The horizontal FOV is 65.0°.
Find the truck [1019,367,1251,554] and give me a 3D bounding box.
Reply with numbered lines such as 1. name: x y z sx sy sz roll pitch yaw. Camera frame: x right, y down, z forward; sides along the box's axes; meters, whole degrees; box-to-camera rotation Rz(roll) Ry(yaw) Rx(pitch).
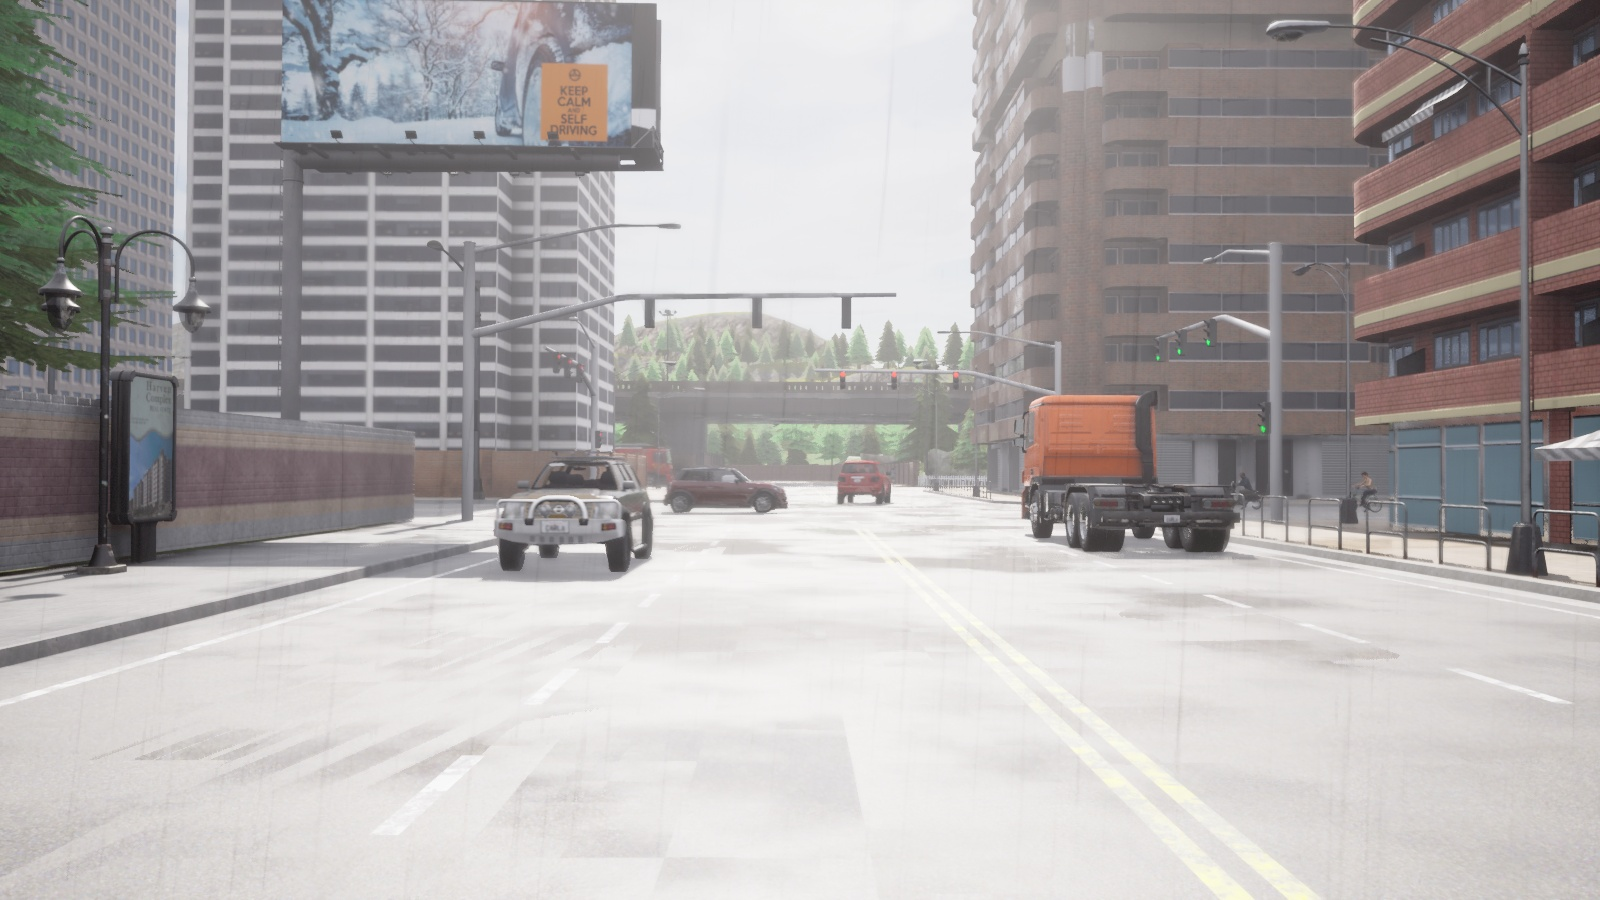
1. truck: 6.917 0.263 27.349 2.891 3.462 7.936 0 -1 0

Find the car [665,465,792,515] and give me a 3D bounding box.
1. car: -2.580 1.459 46.321 4.553 1.767 2.097 0 -1 0

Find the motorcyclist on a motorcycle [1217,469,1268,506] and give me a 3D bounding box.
1. motorcyclist on a motorcycle: 18.769 1.585 53.265 1.817 1.590 0.866 0 -1 0

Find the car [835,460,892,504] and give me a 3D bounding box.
1. car: 3.161 1.544 61.115 2.150 2.045 5.566 0 -1 10

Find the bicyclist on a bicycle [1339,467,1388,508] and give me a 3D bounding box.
1. bicyclist on a bicycle: 22.322 1.495 49.752 1.509 1.612 0.866 0 -1 0

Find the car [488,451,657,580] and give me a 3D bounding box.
1. car: -3.559 0.989 20.518 1.932 1.855 4.605 0 -1 0
